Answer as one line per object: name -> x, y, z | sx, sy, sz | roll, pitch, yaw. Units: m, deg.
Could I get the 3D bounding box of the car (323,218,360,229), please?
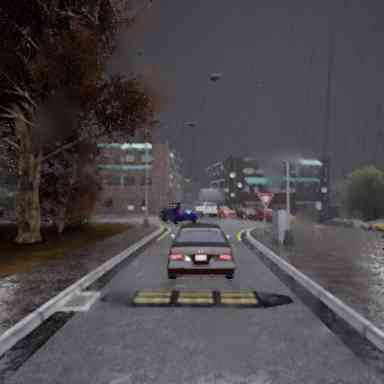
car -> 21.949, 4.575, 49.936 | 2.002, 1.452, 4.674 | 7, -4, -30

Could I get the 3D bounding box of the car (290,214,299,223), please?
car -> 12.996, 3.669, 48.443 | 1.946, 1.575, 5.366 | 7, -4, -31

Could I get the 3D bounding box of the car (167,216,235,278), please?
car -> 0.272, 1.703, 10.538 | 2.033, 1.411, 5.357 | 0, -2, 1

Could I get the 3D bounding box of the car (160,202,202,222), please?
car -> -1.407, 2.024, 32.532 | 2.150, 2.045, 5.566 | 1, -2, -24

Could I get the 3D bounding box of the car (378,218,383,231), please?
car -> 27.785, 5.111, 51.180 | 1.946, 1.575, 5.366 | 7, -4, -30

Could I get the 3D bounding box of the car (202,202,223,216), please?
car -> 1.344, 2.423, 45.947 | 2.435, 2.045, 5.566 | 1, -2, -31

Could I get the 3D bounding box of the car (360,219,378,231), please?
car -> 24.913, 4.865, 50.488 | 2.002, 1.452, 4.674 | 7, -4, -30

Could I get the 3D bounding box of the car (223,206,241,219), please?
car -> 4.216, 2.715, 46.574 | 2.185, 1.767, 4.553 | 4, -3, -32

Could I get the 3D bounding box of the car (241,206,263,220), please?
car -> 7.182, 2.965, 47.111 | 2.185, 1.767, 4.553 | 6, -4, -31

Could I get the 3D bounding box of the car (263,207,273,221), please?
car -> 10.172, 3.132, 47.707 | 2.435, 2.045, 5.566 | 7, -4, -31
